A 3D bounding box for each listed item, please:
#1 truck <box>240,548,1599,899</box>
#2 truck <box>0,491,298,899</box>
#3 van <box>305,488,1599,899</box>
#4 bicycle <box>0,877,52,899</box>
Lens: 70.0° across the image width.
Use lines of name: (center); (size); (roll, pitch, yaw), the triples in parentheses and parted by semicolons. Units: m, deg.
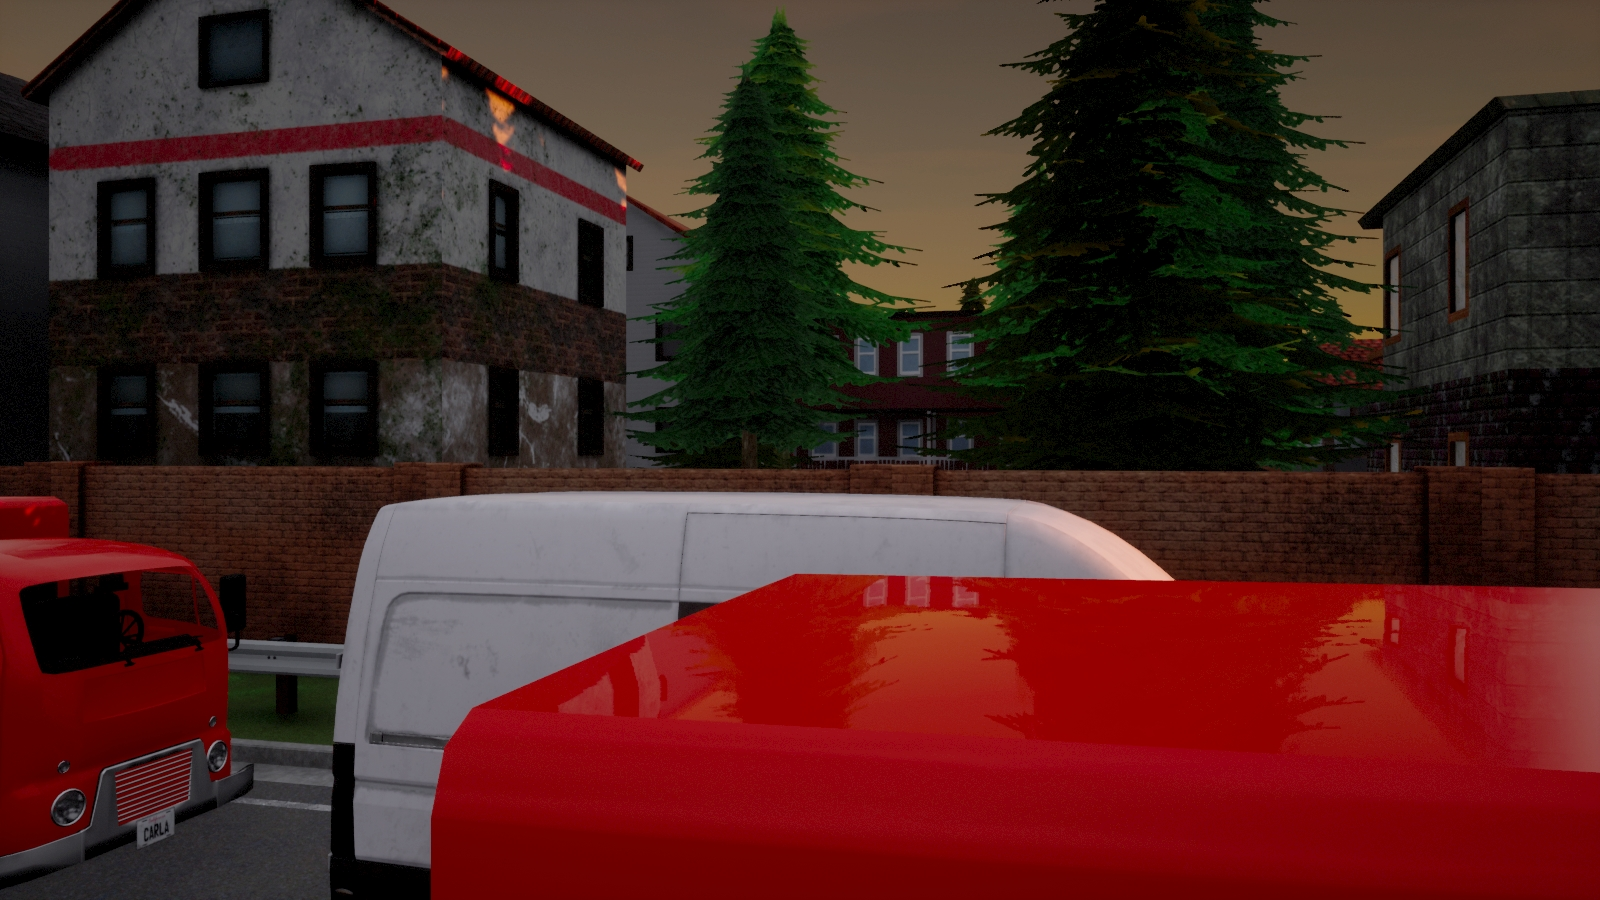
truck: (2.192, 1.568, 1.959); (5.204, 2.467, 2.627); (0, 0, 15)
truck: (-6.587, 1.568, 7.895); (5.204, 2.467, 2.627); (0, 0, 15)
van: (0.608, 1.535, 6.000); (5.915, 2.561, 1.988); (0, 0, 15)
bicycle: (-3.101, 2.056, 3.494); (1.643, 1.496, 0.373); (0, 0, 16)
